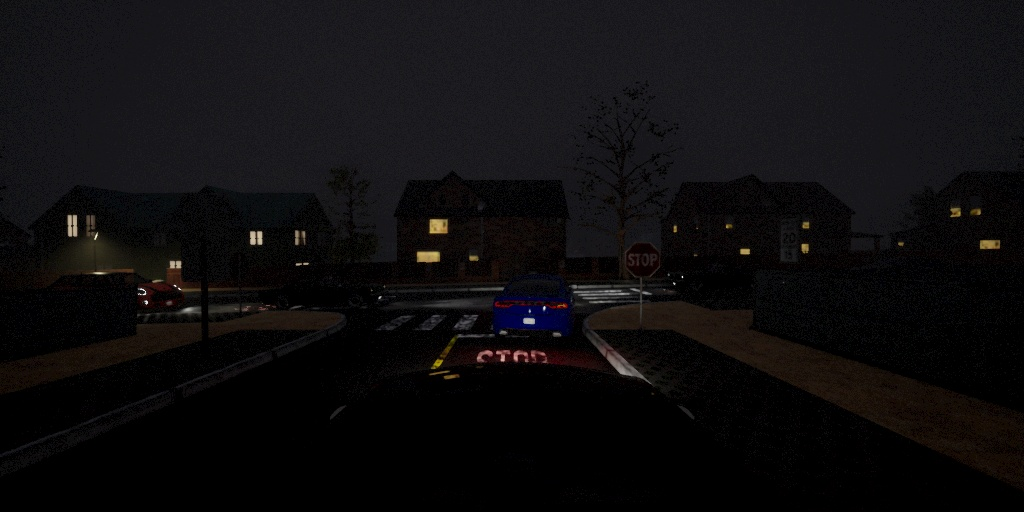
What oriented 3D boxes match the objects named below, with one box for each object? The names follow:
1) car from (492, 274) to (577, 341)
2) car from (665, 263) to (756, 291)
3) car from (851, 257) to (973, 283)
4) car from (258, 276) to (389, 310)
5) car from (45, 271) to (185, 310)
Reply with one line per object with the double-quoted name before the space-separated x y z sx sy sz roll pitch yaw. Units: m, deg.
"car" 0.780 1.226 10.029 1.882 1.535 5.008 0 0 10
"car" 10.399 1.034 18.171 4.718 1.301 1.895 -1 1 -1
"car" 20.044 0.753 18.214 5.357 1.411 2.033 -1 1 0
"car" -7.821 1.506 15.231 4.718 1.301 1.895 -1 1 0
"car" -16.809 1.471 15.217 4.553 1.767 2.097 -1 1 0
